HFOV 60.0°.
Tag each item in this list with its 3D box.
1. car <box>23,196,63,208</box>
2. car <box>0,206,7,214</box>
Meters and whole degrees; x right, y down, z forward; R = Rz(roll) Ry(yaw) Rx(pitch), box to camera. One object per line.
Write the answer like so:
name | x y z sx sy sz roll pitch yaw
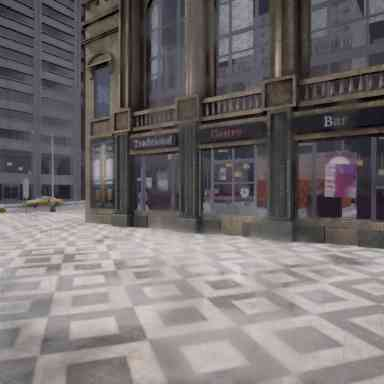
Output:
car | -18.577 1.145 41.619 1.752 1.417 4.829 1 2 36
car | -18.097 1.342 27.718 1.752 1.417 4.829 1 2 36
